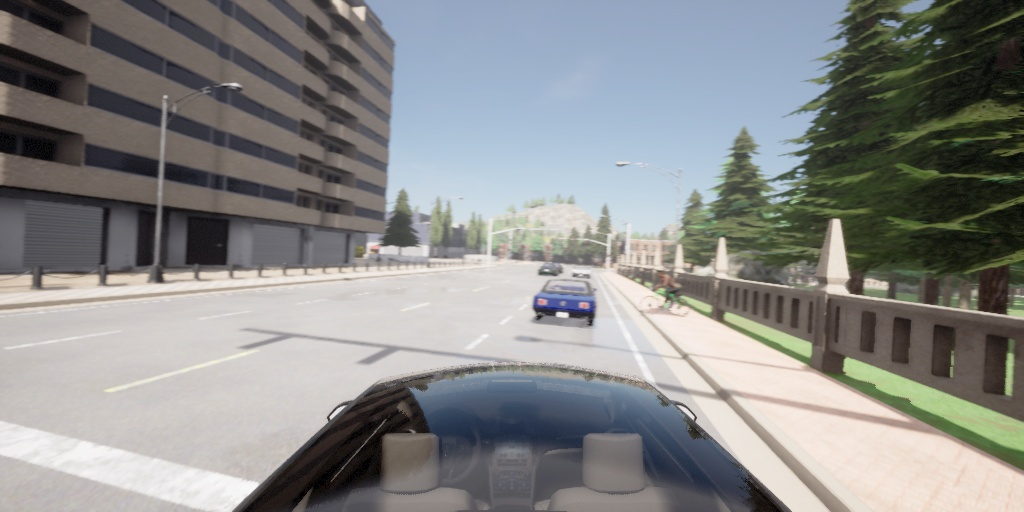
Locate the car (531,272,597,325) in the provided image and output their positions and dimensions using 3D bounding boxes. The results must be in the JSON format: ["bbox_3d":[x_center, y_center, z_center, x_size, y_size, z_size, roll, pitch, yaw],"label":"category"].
[{"bbox_3d":[1.977,1.439,12.536,1.895,1.301,4.718,3,0,13],"label":"car"}]

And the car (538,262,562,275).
[{"bbox_3d":[4.000,1.473,39.028,1.994,1.385,4.181,3,0,12],"label":"car"}]

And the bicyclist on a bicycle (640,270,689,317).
[{"bbox_3d":[5.400,1.322,12.656,1.656,1.620,0.582,3,0,12],"label":"bicyclist on a bicycle"}]

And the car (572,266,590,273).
[{"bbox_3d":[7.588,1.703,39.112,1.895,1.301,4.718,3,0,12],"label":"car"}]
